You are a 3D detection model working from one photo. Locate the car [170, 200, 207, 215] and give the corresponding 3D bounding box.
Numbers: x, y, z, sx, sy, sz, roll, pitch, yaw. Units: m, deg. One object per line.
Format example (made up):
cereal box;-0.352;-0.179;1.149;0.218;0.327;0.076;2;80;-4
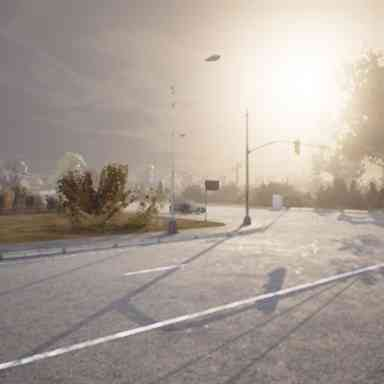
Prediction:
car;-0.414;1.511;33.237;1.994;1.385;4.181;0;0;-39
